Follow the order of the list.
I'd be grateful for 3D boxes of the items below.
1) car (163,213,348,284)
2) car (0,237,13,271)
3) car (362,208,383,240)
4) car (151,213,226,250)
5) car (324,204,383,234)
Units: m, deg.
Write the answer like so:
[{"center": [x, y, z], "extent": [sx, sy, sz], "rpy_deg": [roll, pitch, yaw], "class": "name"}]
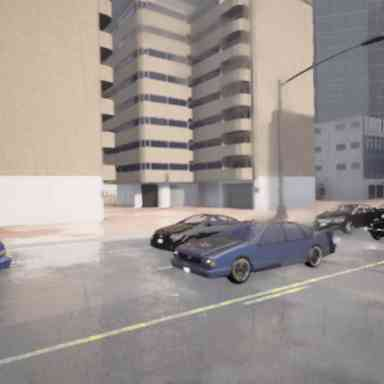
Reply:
[{"center": [2.050, 1.528, 9.745], "extent": [5.357, 1.411, 2.033], "rpy_deg": [0, 0, -35], "class": "car"}, {"center": [-7.120, 1.559, 7.508], "extent": [5.357, 1.411, 2.033], "rpy_deg": [0, 0, -36], "class": "car"}, {"center": [10.242, 1.552, 15.563], "extent": [4.718, 1.301, 1.895], "rpy_deg": [0, 0, -35], "class": "car"}, {"center": [0.503, 1.544, 12.949], "extent": [4.181, 1.385, 1.994], "rpy_deg": [0, 0, -35], "class": "car"}, {"center": [8.931, 1.440, 18.926], "extent": [4.902, 1.511, 2.128], "rpy_deg": [0, 0, -35], "class": "car"}]
